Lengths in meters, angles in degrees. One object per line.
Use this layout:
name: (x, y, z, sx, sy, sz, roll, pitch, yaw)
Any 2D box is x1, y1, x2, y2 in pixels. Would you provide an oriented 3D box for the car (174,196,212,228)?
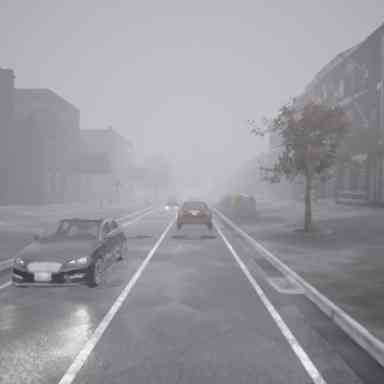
car: (0.160, 1.304, 21.764, 2.097, 1.767, 4.553, 0, 0, 0)

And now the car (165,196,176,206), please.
car: (-2.930, 1.390, 50.878, 1.837, 1.490, 4.892, 0, 0, 1)

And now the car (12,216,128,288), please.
car: (-3.074, 1.478, 9.323, 2.128, 1.511, 4.902, 0, 0, 0)

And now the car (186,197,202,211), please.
car: (0.212, 1.401, 40.308, 1.837, 1.490, 4.892, 0, 0, 0)
